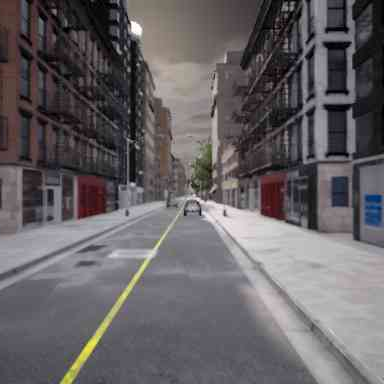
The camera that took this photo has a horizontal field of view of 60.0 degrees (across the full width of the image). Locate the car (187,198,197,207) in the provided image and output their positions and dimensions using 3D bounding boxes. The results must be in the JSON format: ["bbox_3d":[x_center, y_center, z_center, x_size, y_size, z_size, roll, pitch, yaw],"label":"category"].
[{"bbox_3d":[-0.003,1.839,60.731,1.801,1.575,5.366,0,0,0],"label":"car"}]

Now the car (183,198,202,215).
[{"bbox_3d":[0.083,1.667,36.729,2.033,1.649,4.856,0,0,0],"label":"car"}]

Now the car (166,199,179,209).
[{"bbox_3d":[-3.065,1.834,51.944,1.837,1.490,4.892,0,0,0],"label":"car"}]
